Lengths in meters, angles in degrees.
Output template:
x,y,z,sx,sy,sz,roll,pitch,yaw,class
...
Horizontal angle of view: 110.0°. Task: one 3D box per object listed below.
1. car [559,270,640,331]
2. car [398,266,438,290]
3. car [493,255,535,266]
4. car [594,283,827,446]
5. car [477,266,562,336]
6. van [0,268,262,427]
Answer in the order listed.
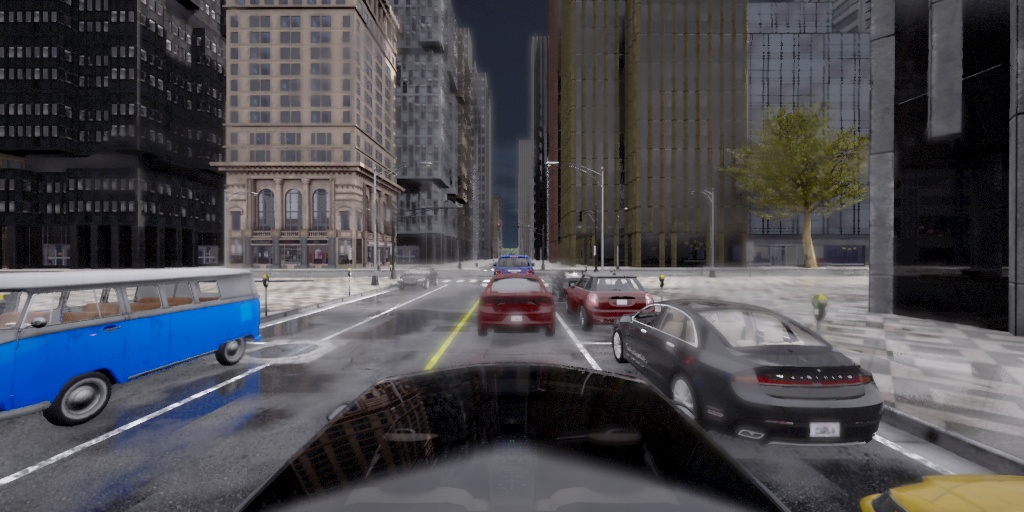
x,y,z,sx,sy,sz,roll,pitch,yaw,class
2.781,1.188,10.989,1.967,1.591,4.097,0,0,0,car
-5.724,1.295,22.285,2.007,1.370,4.403,0,0,0,car
0.110,0.967,20.259,2.150,2.045,5.566,0,0,0,car
2.770,1.300,5.347,2.007,1.370,4.403,0,0,0,car
0.109,1.226,10.375,1.882,1.535,5.008,0,0,0,car
-5.755,1.090,5.362,1.690,1.789,3.998,0,0,0,van
